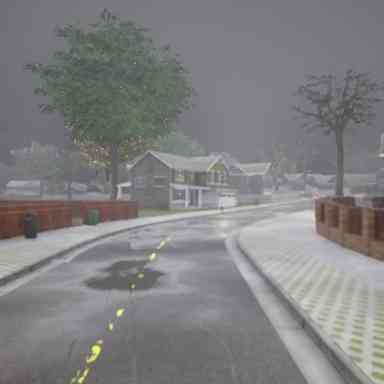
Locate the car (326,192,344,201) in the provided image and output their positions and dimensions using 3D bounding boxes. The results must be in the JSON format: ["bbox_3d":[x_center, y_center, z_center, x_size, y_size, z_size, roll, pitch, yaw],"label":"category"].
[{"bbox_3d":[26.093,0.844,60.606,2.128,1.511,4.902,-1,1,32],"label":"car"}]

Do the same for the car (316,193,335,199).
[{"bbox_3d":[20.575,1.068,51.928,1.812,1.442,4.674,-1,0,32],"label":"car"}]
